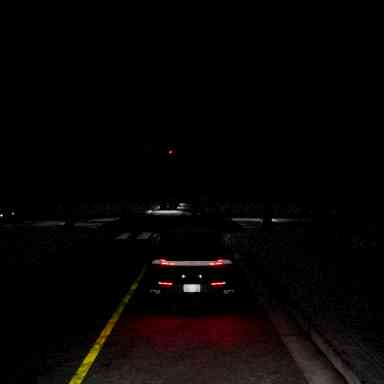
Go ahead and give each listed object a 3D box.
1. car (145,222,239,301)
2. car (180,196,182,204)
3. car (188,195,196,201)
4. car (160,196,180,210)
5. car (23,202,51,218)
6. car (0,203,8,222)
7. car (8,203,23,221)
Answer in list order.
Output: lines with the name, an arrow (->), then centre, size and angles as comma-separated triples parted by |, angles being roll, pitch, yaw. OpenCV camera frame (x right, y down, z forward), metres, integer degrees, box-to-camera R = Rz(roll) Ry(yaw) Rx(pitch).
car -> 0.000, 1.492, 8.323 | 2.128, 1.511, 4.902 | 0, 0, 0
car -> -2.851, 1.487, 51.438 | 1.812, 1.442, 4.674 | 0, 0, 0
car -> -0.013, 1.451, 81.346 | 1.812, 1.442, 4.674 | 0, 0, 0
car -> -2.858, 1.539, 41.369 | 1.994, 1.385, 4.181 | 0, 0, 0
car -> -14.769, 1.581, 29.496 | 4.313, 1.339, 1.947 | 0, 0, 0
car -> -14.773, 1.540, 21.469 | 4.313, 1.339, 1.947 | 0, 0, 0
car -> -15.688, 1.209, 24.011 | 5.566, 2.045, 2.150 | 0, 0, 0
